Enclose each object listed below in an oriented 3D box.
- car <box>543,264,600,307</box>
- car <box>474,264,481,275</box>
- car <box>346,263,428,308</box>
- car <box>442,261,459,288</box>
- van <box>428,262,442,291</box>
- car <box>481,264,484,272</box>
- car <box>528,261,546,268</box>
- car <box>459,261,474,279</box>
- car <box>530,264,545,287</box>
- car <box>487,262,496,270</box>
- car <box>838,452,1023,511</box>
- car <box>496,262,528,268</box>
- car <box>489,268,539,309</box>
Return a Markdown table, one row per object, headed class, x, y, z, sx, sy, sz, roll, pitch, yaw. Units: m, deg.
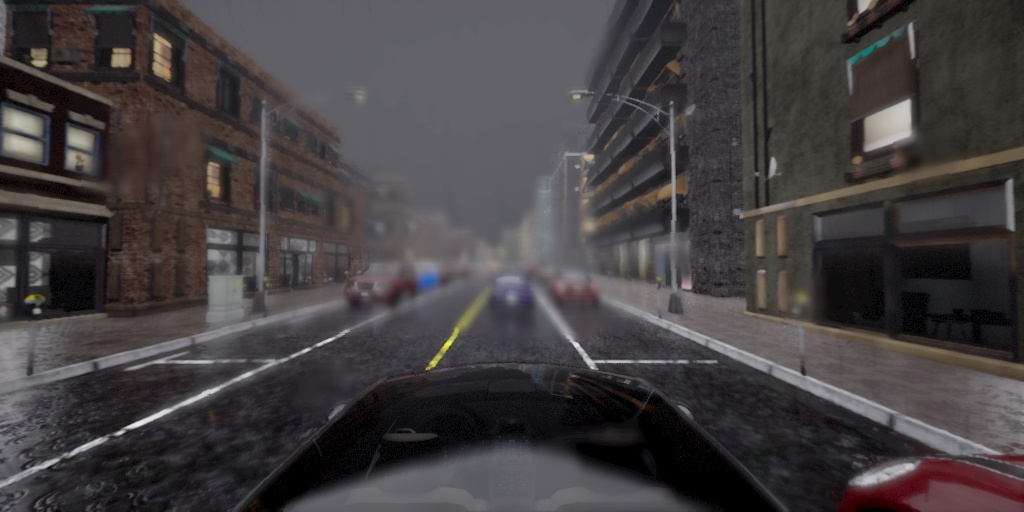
| class | x | y | z | sx | sy | sz | roll | pitch | yaw |
| --- | --- | --- | --- | --- | --- | --- | --- | --- | --- |
| car | 2.689 | 1.354 | 16.479 | 1.967 | 1.591 | 4.097 | 0 | 0 | 0 |
| car | -5.697 | 1.710 | 48.926 | 1.967 | 1.591 | 4.097 | 0 | 0 | 0 |
| car | -5.692 | 1.229 | 16.485 | 2.192 | 1.841 | 5.009 | 0 | 0 | 0 |
| car | -5.693 | 1.348 | 27.298 | 2.192 | 1.841 | 5.009 | 0 | 0 | 0 |
| van | -5.693 | 1.315 | 21.892 | 1.690 | 1.789 | 3.998 | 0 | 0 | 0 |
| car | -5.699 | 1.939 | 59.740 | 2.007 | 1.370 | 4.403 | 0 | 0 | 0 |
| car | 2.686 | 1.466 | 38.106 | 2.192 | 1.841 | 5.009 | 0 | 0 | 0 |
| car | -5.695 | 1.466 | 38.112 | 2.192 | 1.841 | 5.009 | 0 | 0 | 0 |
| car | 2.687 | 1.584 | 27.292 | 2.007 | 1.370 | 4.403 | 0 | 0 | 0 |
| car | -3.035 | 1.919 | 64.663 | 1.882 | 1.535 | 5.008 | 0 | -1 | 0 |
| car | 2.691 | 1.174 | 0.258 | 1.967 | 1.591 | 4.097 | 0 | 0 | 0 |
| car | 0.012 | 1.417 | 30.296 | 2.097 | 1.767 | 4.553 | 0 | -1 | 0 |
| car | 0.018 | 1.431 | 15.746 | 1.812 | 1.442 | 4.674 | 0 | 0 | 0 |
